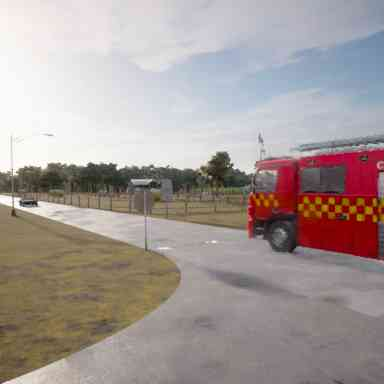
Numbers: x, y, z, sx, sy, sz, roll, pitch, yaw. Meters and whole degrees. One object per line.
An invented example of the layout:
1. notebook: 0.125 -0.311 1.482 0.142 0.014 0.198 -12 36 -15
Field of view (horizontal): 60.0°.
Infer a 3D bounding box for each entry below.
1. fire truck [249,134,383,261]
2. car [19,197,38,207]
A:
1. fire truck: 5.688 0.276 10.354 2.891 3.827 8.468 -1 1 -35
2. car: -23.026 1.367 46.776 1.895 1.301 4.718 -2 1 -35
